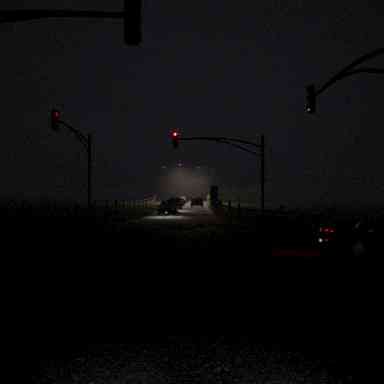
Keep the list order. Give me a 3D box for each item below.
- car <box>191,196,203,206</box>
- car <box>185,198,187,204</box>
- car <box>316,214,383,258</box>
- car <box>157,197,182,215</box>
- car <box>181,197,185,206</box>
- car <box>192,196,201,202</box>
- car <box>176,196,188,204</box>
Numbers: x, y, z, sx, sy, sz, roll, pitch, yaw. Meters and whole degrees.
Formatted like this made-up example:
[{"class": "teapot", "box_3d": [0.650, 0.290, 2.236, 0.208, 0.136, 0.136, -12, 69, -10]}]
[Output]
[{"class": "car", "box_3d": [0.824, 1.490, 53.942, 1.882, 1.535, 5.008, 0, 0, 1]}, {"class": "car", "box_3d": [-2.122, 1.560, 53.805, 2.033, 1.411, 5.357, 0, 0, 1]}, {"class": "car", "box_3d": [7.407, 1.662, 12.883, 4.892, 1.490, 1.837, 1, 0, 1]}, {"class": "car", "box_3d": [-2.414, 1.553, 34.180, 2.033, 1.411, 5.357, 0, 0, 0]}, {"class": "car", "box_3d": [-2.265, 1.514, 43.957, 1.837, 1.490, 4.892, 0, 0, 1]}, {"class": "car", "box_3d": [1.065, 1.617, 75.951, 1.895, 1.301, 4.718, 0, 0, 1]}, {"class": "car", "box_3d": [-1.924, 1.581, 63.810, 1.994, 1.385, 4.181, 0, 0, 2]}]
